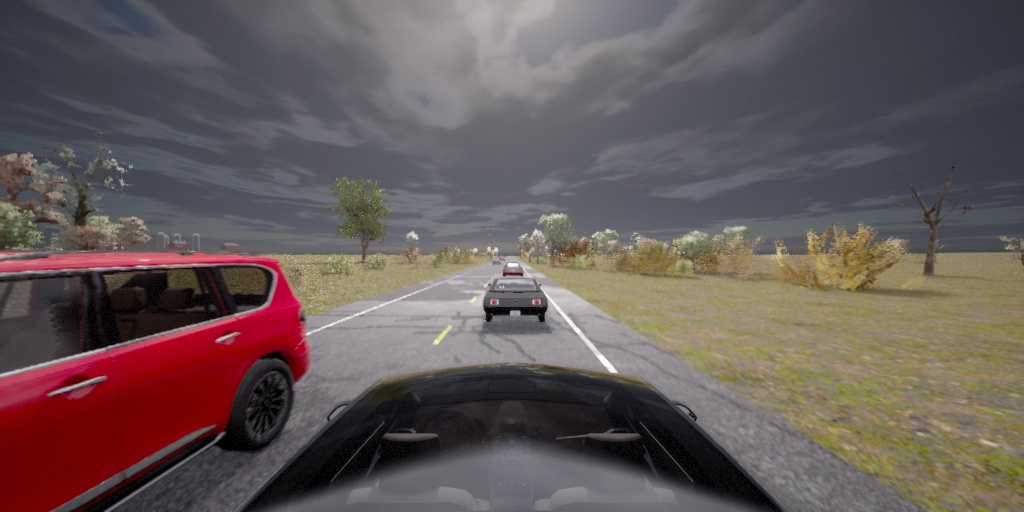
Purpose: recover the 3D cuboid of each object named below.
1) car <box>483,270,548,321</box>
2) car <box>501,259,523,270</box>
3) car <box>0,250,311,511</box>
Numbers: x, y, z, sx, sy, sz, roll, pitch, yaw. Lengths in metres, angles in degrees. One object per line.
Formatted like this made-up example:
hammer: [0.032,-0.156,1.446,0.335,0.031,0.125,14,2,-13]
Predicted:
car: [0.100,1.346,12.446,1.895,1.301,4.718,0,0,0]
car: [0.100,1.296,35.012,1.994,1.385,4.181,0,0,0]
car: [-3.600,0.972,2.230,2.150,2.045,5.566,0,0,0]
